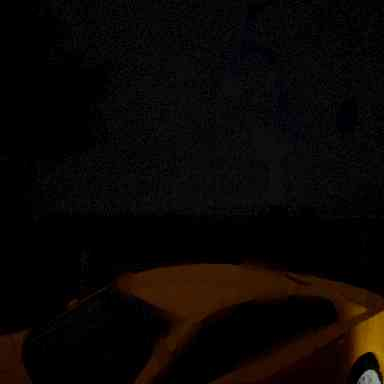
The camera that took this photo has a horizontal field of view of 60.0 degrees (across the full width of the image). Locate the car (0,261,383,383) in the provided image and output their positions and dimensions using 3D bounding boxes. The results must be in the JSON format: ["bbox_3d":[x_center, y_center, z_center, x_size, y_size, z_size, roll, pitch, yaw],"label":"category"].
[{"bbox_3d":[-0.103,1.491,2.996,5.008,1.535,1.882,1,0,-36],"label":"car"}]

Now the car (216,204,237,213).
[{"bbox_3d":[7.043,3.321,68.410,2.097,1.767,4.553,-2,-1,-36],"label":"car"}]
